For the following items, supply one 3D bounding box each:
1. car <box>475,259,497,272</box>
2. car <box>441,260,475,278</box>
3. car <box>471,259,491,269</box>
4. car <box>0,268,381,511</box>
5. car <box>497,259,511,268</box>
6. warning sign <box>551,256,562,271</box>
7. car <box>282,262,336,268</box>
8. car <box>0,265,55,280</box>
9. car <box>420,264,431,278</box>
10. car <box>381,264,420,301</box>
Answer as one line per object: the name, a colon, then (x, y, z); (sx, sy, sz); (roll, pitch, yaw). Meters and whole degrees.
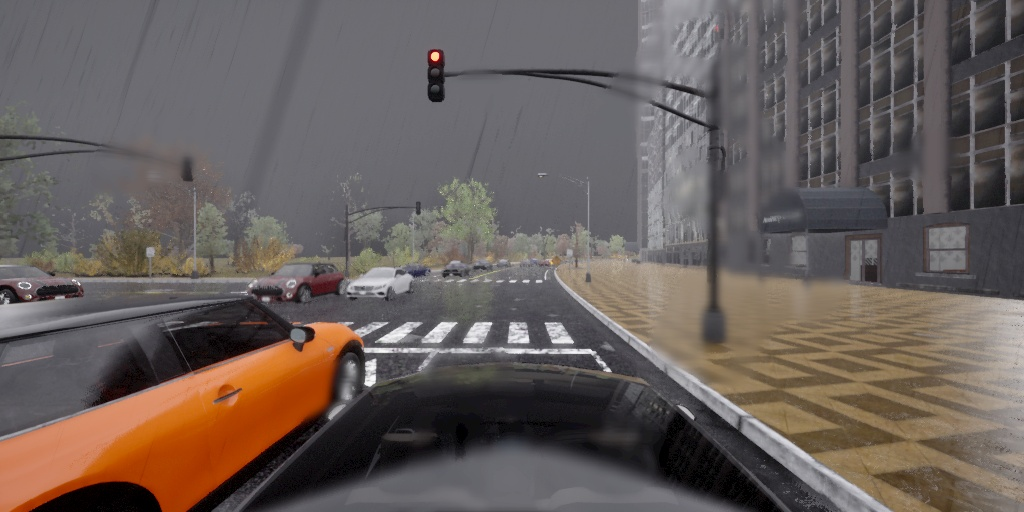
car: (-3.687, 1.351, 46.645); (1.895, 1.301, 4.718); (0, 0, 7)
car: (-5.099, 1.349, 33.469); (1.895, 1.301, 4.718); (0, 0, 5)
car: (-5.093, 1.245, 59.693); (2.128, 1.511, 4.902); (0, 0, 9)
car: (-3.102, 1.102, 3.209); (2.097, 1.767, 4.553); (0, 0, 0)
car: (-1.431, 1.281, 61.888); (1.812, 1.442, 4.674); (0, 0, 10)
warning sign: (5.473, 0.870, 44.136); (1.300, 1.860, 1.060); (0, 0, 7)
car: (-9.481, 1.100, 16.192); (2.097, 1.767, 4.553); (0, 0, 3)
car: (-20.962, 1.159, 14.990); (4.553, 1.767, 2.097); (0, 0, 4)
car: (-8.900, 1.348, 31.664); (1.895, 1.301, 4.718); (0, 0, 11)
car: (-6.176, 1.274, 17.397); (1.812, 1.442, 4.674); (0, 0, 3)
